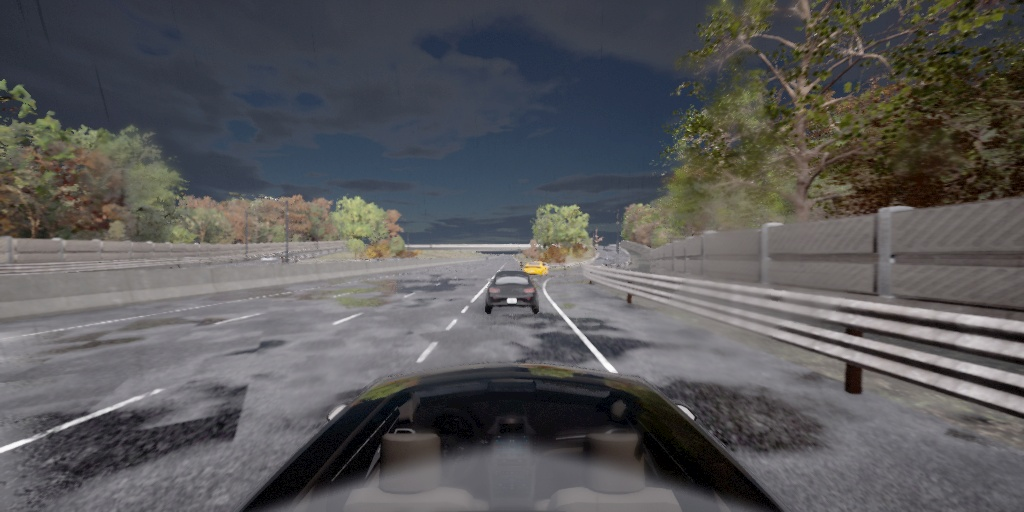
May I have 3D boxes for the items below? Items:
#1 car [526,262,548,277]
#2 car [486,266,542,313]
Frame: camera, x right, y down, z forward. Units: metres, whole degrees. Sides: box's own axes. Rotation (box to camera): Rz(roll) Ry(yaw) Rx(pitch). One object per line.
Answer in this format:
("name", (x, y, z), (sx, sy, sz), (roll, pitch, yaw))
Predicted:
("car", (2.523, 1.314, 36.382), (1.882, 1.535, 5.008), (1, 0, 13))
("car", (0.013, 1.285, 13.950), (1.812, 1.442, 4.674), (0, 0, 0))
